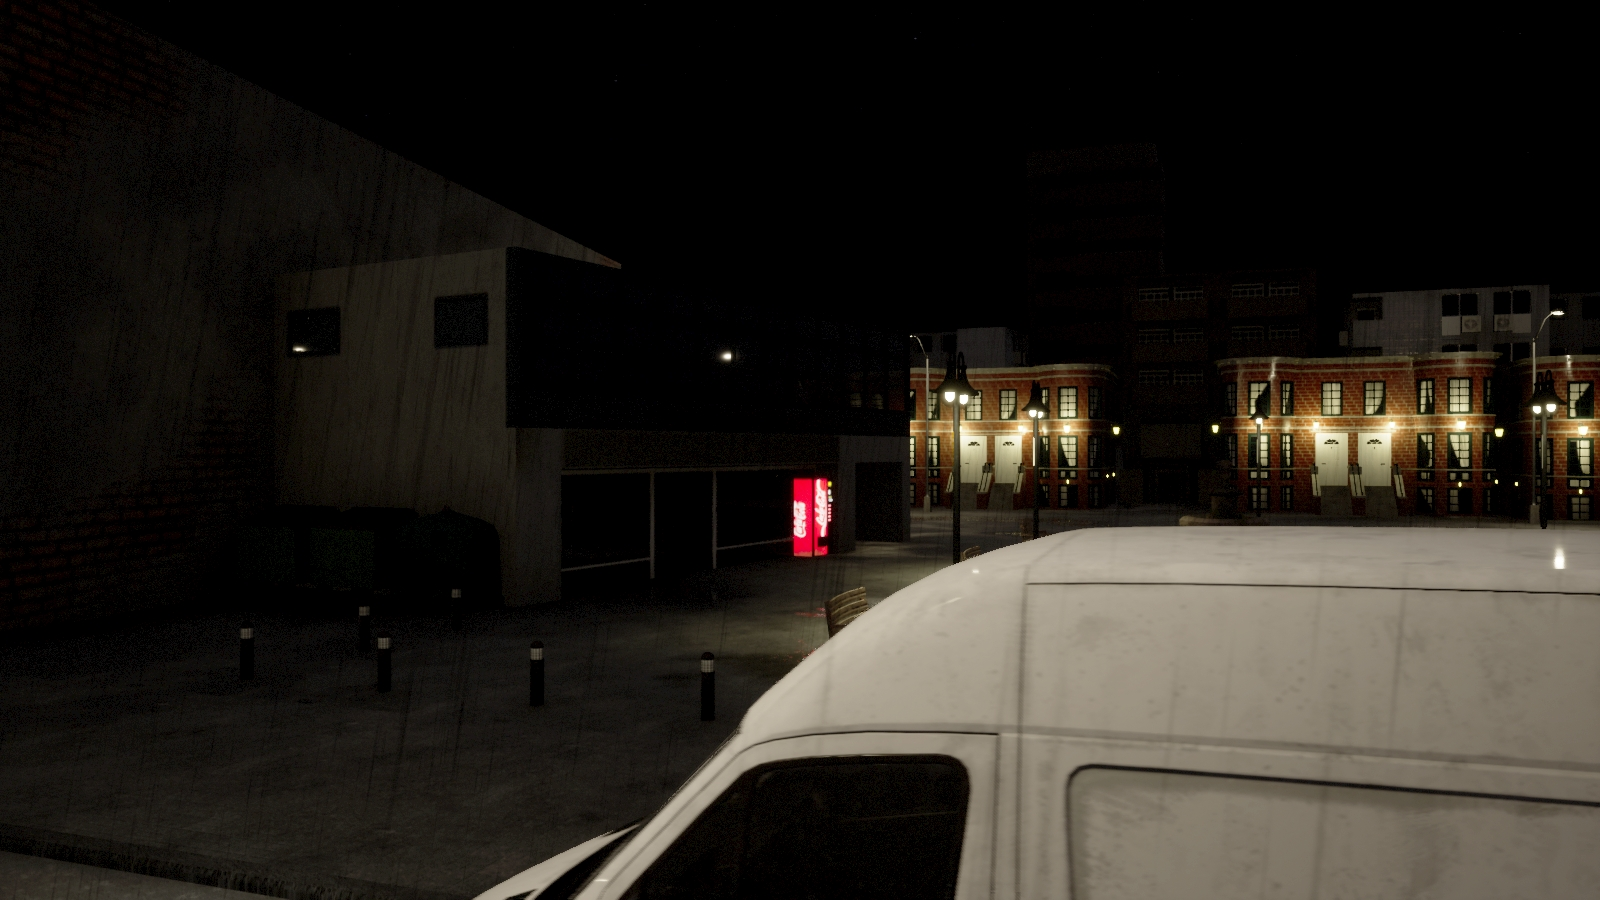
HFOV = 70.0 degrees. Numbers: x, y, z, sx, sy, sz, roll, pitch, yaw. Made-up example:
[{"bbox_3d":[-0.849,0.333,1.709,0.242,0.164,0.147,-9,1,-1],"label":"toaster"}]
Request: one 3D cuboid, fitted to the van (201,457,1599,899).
[{"bbox_3d":[1.322,1.315,3.358,5.915,2.561,1.988,0,0,20],"label":"van"}]
